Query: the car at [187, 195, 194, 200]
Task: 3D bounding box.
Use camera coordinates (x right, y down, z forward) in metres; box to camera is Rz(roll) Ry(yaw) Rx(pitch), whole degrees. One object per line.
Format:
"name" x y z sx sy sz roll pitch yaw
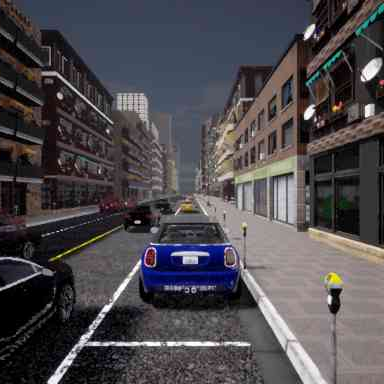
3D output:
"car" -0.452 1.513 93.685 1.752 1.417 4.829 0 0 0

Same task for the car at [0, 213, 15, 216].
"car" -8.835 1.583 14.612 1.802 1.307 4.206 0 0 0

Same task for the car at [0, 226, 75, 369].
"car" -3.044 1.492 4.177 2.128 1.511 4.902 0 0 0

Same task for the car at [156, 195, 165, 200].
"car" -8.834 1.539 93.519 2.008 1.369 4.403 0 0 0

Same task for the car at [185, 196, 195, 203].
"car" -0.453 1.545 70.970 2.008 1.369 4.403 0 0 0

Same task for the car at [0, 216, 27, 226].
"car" -6.247 1.601 9.553 1.895 1.301 4.718 0 0 0

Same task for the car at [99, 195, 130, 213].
"car" -8.833 1.314 37.157 2.192 1.841 5.009 0 0 0

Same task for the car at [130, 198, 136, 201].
"car" -8.834 1.439 42.793 1.967 1.590 4.097 0 0 0

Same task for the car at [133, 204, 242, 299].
"car" -0.032 1.353 8.619 2.097 1.767 4.553 0 0 0

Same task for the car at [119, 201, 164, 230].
"car" -3.044 1.526 20.921 1.812 1.442 4.674 0 0 0

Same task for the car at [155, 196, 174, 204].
"car" -3.146 1.504 37.100 1.837 1.490 4.892 0 0 0

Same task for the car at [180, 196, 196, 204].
"car" -0.454 1.525 37.323 1.752 1.417 4.829 0 0 0

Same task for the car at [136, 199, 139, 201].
"car" -8.834 1.543 48.430 1.887 1.381 4.507 0 0 0
